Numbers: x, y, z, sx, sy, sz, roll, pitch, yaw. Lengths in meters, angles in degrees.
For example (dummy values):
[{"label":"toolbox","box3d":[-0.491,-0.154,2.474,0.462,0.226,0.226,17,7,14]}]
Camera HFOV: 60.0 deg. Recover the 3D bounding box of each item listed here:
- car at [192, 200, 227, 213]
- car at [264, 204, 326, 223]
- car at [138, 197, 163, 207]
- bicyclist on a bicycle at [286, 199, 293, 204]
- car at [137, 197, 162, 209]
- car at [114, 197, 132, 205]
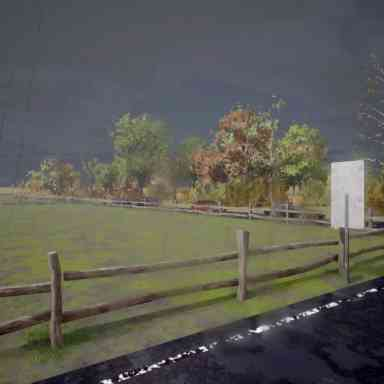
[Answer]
[{"label":"car","box3d":[1.773,1.566,35.530,1.812,1.442,4.674,0,0,-34]},{"label":"car","box3d":[8.081,1.628,26.406,1.895,1.301,4.718,0,0,-35]},{"label":"car","box3d":[-6.594,1.525,52.714,1.882,1.535,5.008,0,0,-34]},{"label":"bicyclist on a bicycle","box3d":[9.956,1.491,34.192,1.656,1.620,0.582,0,0,-35]},{"label":"car","box3d":[-6.207,1.606,47.104,1.994,1.385,4.181,0,0,-34]},{"label":"car","box3d":[-12.540,1.590,61.227,2.033,1.411,5.357,0,0,-35]}]
